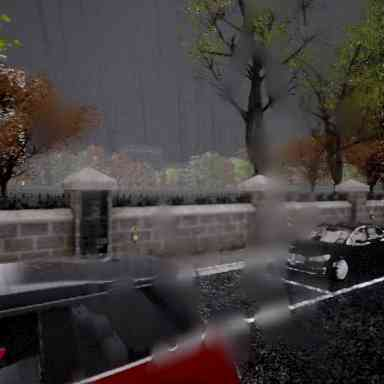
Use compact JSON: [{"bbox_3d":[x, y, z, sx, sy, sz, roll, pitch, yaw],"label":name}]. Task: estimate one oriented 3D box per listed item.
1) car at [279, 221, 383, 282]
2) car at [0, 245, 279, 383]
[{"bbox_3d":[4.317,1.554,9.641,4.403,1.369,2.008,0,0,-36],"label":"car"},{"bbox_3d":[-1.816,1.352,2.084,4.553,1.767,2.097,0,0,-35],"label":"car"}]
